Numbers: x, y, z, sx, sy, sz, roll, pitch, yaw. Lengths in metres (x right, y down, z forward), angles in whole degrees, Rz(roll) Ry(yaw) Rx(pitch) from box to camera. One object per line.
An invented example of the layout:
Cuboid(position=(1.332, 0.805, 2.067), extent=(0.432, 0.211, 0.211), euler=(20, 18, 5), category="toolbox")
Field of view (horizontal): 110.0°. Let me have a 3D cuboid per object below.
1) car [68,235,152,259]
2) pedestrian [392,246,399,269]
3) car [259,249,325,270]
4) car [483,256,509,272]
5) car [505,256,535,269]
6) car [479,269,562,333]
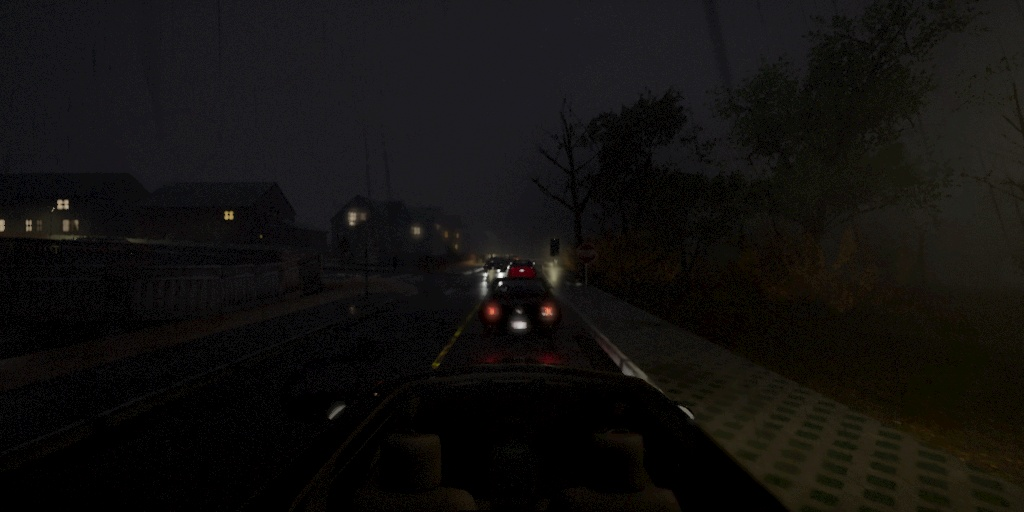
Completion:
Cuboid(position=(-25.236, -0.366, 22.734), extent=(4.553, 1.767, 2.097), euler=(3, 1, 1), category="car")
Cuboid(position=(-9.173, 0.135, 28.277), extent=(0.375, 1.860, 0.375), euler=(0, -2, 1), category="pedestrian")
Cuboid(position=(-14.273, 0.329, 22.516), extent=(4.674, 1.442, 1.812), euler=(3, 1, 1), category="car")
Cuboid(position=(-1.619, 0.798, 35.811), extent=(1.812, 1.442, 4.674), euler=(0, 1, 4), category="car")
Cuboid(position=(0.787, 0.952, 26.862), extent=(1.994, 1.385, 4.181), euler=(0, 1, 3), category="car")
Cuboid(position=(0.215, 1.224, 10.187), extent=(1.895, 1.301, 4.718), euler=(0, 1, 1), category="car")
